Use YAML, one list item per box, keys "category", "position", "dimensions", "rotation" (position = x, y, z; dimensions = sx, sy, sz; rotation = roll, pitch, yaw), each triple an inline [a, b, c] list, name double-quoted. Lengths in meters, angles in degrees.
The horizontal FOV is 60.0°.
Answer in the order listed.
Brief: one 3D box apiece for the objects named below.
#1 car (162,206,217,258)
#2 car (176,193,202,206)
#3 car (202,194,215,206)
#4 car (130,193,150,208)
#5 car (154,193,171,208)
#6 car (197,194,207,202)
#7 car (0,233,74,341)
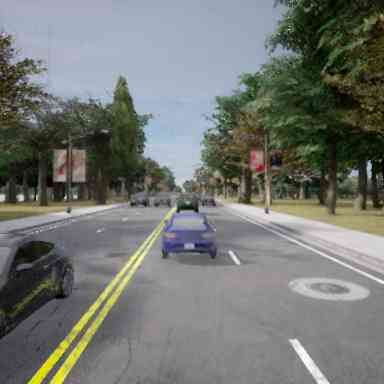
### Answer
- category: "car"
  position: [-0.113, 1.485, 12.452]
  dimensions: [1.812, 1.442, 4.674]
  rotation: [0, 0, -1]
- category: "car"
  position: [-0.440, 1.142, 33.603]
  dimensions: [2.150, 2.045, 5.566]
  rotation: [0, 0, -1]
- category: "car"
  position: [2.525, 1.280, 53.280]
  dimensions: [2.097, 1.767, 4.553]
  rotation: [0, 0, -1]
- category: "car"
  position: [-7.304, 1.116, 47.045]
  dimensions: [2.150, 2.045, 5.566]
  rotation: [0, 0, -1]
- category: "car"
  position: [-4.056, 1.124, 46.599]
  dimensions: [2.150, 2.045, 5.566]
  rotation: [0, 0, -1]
- category: "car"
  position: [2.120, 1.304, 72.845]
  dimensions: [2.097, 1.767, 4.553]
  rotation: [0, 0, -1]
- category: "car"
  position: [-3.458, 1.493, 5.618]
  dimensions: [1.812, 1.442, 4.674]
  rotation: [0, 0, -1]
